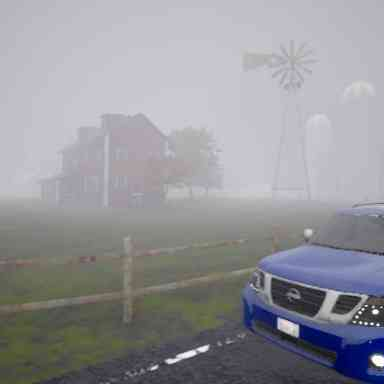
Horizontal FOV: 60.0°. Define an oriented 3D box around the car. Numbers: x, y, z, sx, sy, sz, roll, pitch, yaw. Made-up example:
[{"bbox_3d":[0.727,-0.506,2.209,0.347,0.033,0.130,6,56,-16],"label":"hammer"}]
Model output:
[{"bbox_3d":[3.379,1.225,5.469,5.566,2.045,2.150,0,0,-35],"label":"car"}]
